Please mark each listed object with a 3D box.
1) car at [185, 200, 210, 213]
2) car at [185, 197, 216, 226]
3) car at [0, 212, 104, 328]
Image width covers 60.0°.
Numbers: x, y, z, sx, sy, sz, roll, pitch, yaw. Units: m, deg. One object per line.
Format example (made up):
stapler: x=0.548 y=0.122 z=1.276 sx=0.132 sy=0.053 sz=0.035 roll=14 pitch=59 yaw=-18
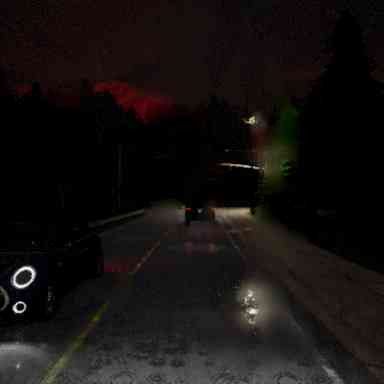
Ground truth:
car: x=0.626 y=1.803 z=42.543 sx=2.128 sy=1.511 sz=4.902 roll=0 pitch=-1 yaw=-14
car: x=0.649 y=1.408 z=25.394 sx=2.150 sy=2.045 sz=5.566 roll=0 pitch=0 yaw=2
car: x=-3.519 y=1.406 z=7.348 sx=2.097 sy=1.767 sz=4.553 roll=0 pitch=0 yaw=1
